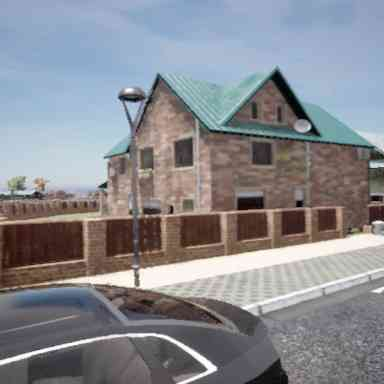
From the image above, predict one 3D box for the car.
[{"bbox_3d":[-1.476,1.506,2.006,4.892,1.490,1.837,0,0,-35],"label":"car"}]
